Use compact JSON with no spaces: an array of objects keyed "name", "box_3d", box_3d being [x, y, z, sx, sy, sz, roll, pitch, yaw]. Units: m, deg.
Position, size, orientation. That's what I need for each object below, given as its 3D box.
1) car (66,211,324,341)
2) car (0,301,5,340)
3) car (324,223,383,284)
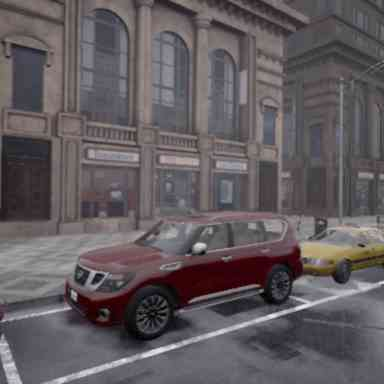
[{"name":"car","box_3d":[0.174,1.358,6.767,5.009,1.841,2.192,1,0,-35]},{"name":"car","box_3d":[-4.390,1.563,3.515,4.206,1.307,1.802,1,0,-35]},{"name":"car","box_3d":[4.596,1.628,9.919,4.829,1.417,1.752,1,0,-35]}]
